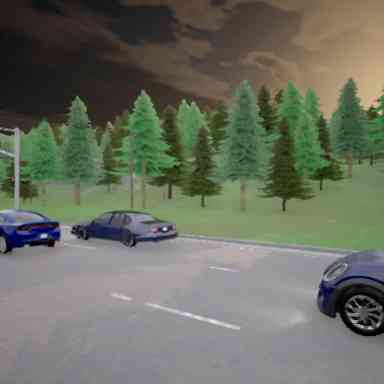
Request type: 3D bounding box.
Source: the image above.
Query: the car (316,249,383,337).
[{"bbox_3d":[4.392,1.352,5.148,4.553,1.767,2.097,0,0,36],"label":"car"}]

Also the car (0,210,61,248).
[{"bbox_3d":[-7.423,1.455,13.583,5.008,1.535,1.882,0,0,35],"label":"car"}]

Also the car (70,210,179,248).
[{"bbox_3d":[-3.129,1.529,14.819,5.357,1.411,2.033,0,0,36],"label":"car"}]

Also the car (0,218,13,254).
[{"bbox_3d":[-7.074,1.487,9.031,4.892,1.490,1.837,0,0,36],"label":"car"}]
